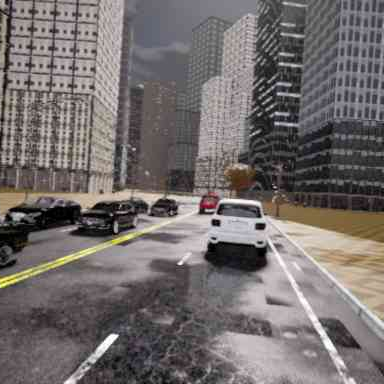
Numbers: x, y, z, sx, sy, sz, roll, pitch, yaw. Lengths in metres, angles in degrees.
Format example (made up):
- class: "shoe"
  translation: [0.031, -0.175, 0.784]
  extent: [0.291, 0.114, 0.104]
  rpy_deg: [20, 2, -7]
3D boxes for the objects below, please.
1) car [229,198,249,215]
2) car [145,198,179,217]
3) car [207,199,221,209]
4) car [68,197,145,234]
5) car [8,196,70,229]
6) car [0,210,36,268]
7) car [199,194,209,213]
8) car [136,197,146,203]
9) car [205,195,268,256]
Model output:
- class: "car"
  translation: [5.597, 1.667, 39.563]
  extent: [2.097, 1.767, 4.553]
  rpy_deg: [4, 0, 7]
- class: "car"
  translation: [-2.390, 1.315, 29.850]
  extent: [1.837, 1.490, 4.892]
  rpy_deg: [4, 0, 8]
- class: "car"
  translation: [3.374, 1.750, 49.847]
  extent: [1.895, 1.301, 4.718]
  rpy_deg: [4, 0, 5]
- class: "car"
  translation: [-4.252, 1.210, 17.479]
  extent: [1.837, 1.490, 4.892]
  rpy_deg: [4, 0, 9]
- class: "car"
  translation: [-7.540, 0.978, 17.422]
  extent: [2.128, 1.511, 4.902]
  rpy_deg: [4, 0, 9]
- class: "car"
  translation: [-5.808, 1.214, 7.238]
  extent: [1.895, 1.301, 4.718]
  rpy_deg: [4, 0, 8]
- class: "car"
  translation: [2.088, 1.313, 37.495]
  extent: [2.150, 2.045, 5.566]
  rpy_deg: [4, 0, 8]
- class: "car"
  translation: [-5.466, 1.170, 31.243]
  extent: [1.994, 1.385, 4.181]
  rpy_deg: [4, 0, 9]
- class: "car"
  translation: [2.019, 1.341, 14.291]
  extent: [2.150, 2.045, 5.566]
  rpy_deg: [4, 0, 9]
